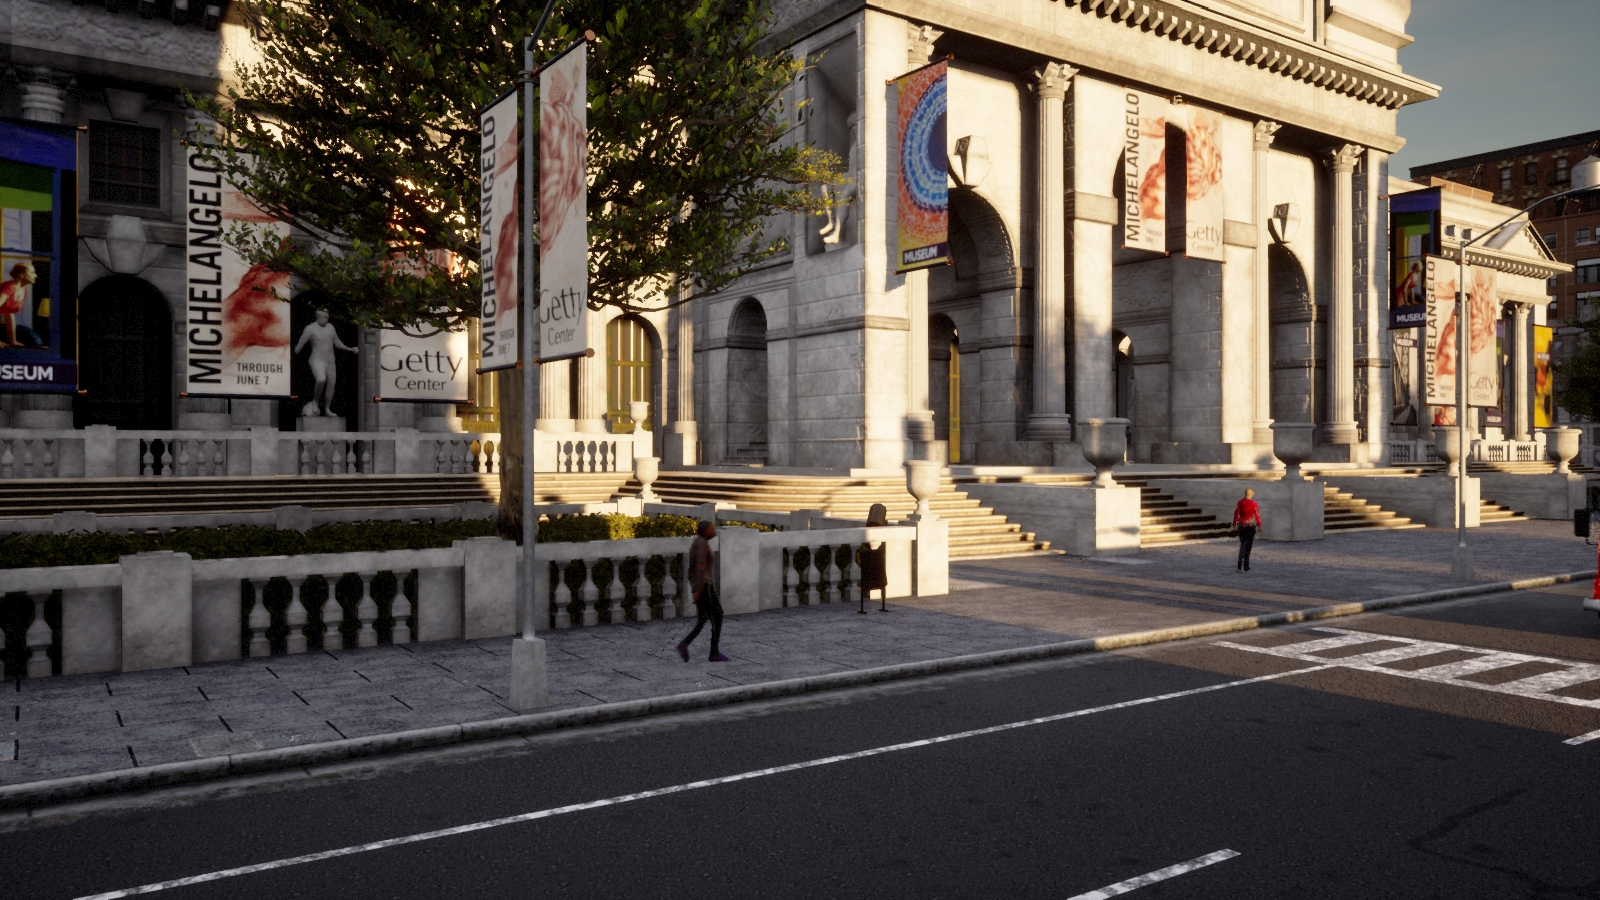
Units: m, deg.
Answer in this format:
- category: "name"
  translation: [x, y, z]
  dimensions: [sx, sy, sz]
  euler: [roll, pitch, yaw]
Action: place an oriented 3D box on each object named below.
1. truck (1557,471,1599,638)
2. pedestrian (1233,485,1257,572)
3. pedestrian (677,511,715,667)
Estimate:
- category: "truck"
  translation: [14.521, 1.568, 17.922]
  dimensions: [5.204, 2.467, 2.627]
  euler: [0, 0, -34]
- category: "pedestrian"
  translation: [9.660, 1.696, 24.803]
  dimensions: [0.375, 1.860, 0.375]
  euler: [0, 0, 41]
- category: "pedestrian"
  translation: [-1.285, 1.696, 14.098]
  dimensions: [0.375, 1.860, 0.375]
  euler: [0, 0, -24]
